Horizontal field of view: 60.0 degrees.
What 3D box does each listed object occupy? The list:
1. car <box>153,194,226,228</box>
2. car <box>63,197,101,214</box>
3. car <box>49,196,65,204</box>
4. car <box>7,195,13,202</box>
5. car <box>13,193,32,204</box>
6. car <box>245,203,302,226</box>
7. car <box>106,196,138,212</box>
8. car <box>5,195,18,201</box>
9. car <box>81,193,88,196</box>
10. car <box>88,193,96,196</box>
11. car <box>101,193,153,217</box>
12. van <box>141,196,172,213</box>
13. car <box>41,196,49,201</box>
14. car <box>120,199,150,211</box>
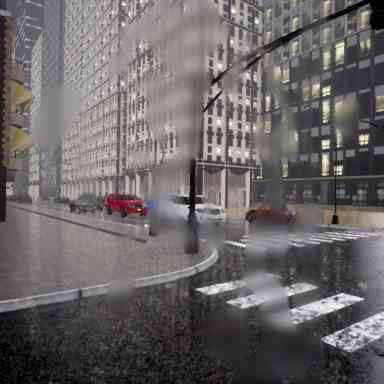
[{"bbox_3d":[-0.139,1.170,22.215,2.150,2.045,5.566,1,-1,-35],"label":"car"},{"bbox_3d":[-10.909,1.427,32.890,2.008,1.369,4.403,1,-1,-35],"label":"car"},{"bbox_3d":[-24.195,1.503,61.611,2.033,1.411,5.357,1,-1,-38],"label":"car"},{"bbox_3d":[-37.085,1.397,69.725,1.947,1.339,4.313,1,-1,-35],"label":"car"},{"bbox_3d":[-30.537,1.155,60.519,2.192,1.841,5.009,1,-1,-35],"label":"car"},{"bbox_3d":[5.740,1.505,23.932,1.967,1.590,4.097,1,-1,-35],"label":"car"},{"bbox_3d":[-8.326,1.337,39.255,2.097,1.767,4.553,1,-1,-35],"label":"car"},{"bbox_3d":[-40.356,1.378,74.329,2.008,1.369,4.403,1,-1,-35],"label":"car"},{"bbox_3d":[-18.557,1.248,58.845,2.150,2.045,5.566,1,-1,-35],"label":"car"},{"bbox_3d":[-14.464,1.380,53.093,2.097,1.767,4.553,1,-1,-35],"label":"car"},{"bbox_3d":[-6.115,1.155,30.621,2.150,2.045,5.566,1,-1,-35],"label":"car"},{"bbox_3d":[-4.075,1.382,37.746,1.690,1.788,3.998,1,-1,-35],"label":"van"},{"bbox_3d":[-36.800,1.571,83.787,1.802,1.307,4.206,1,-1,-35],"label":"car"},{"bbox_3d":[-7.351,1.584,42.348,2.008,1.369,4.403,1,-1,-35],"label":"car"}]
